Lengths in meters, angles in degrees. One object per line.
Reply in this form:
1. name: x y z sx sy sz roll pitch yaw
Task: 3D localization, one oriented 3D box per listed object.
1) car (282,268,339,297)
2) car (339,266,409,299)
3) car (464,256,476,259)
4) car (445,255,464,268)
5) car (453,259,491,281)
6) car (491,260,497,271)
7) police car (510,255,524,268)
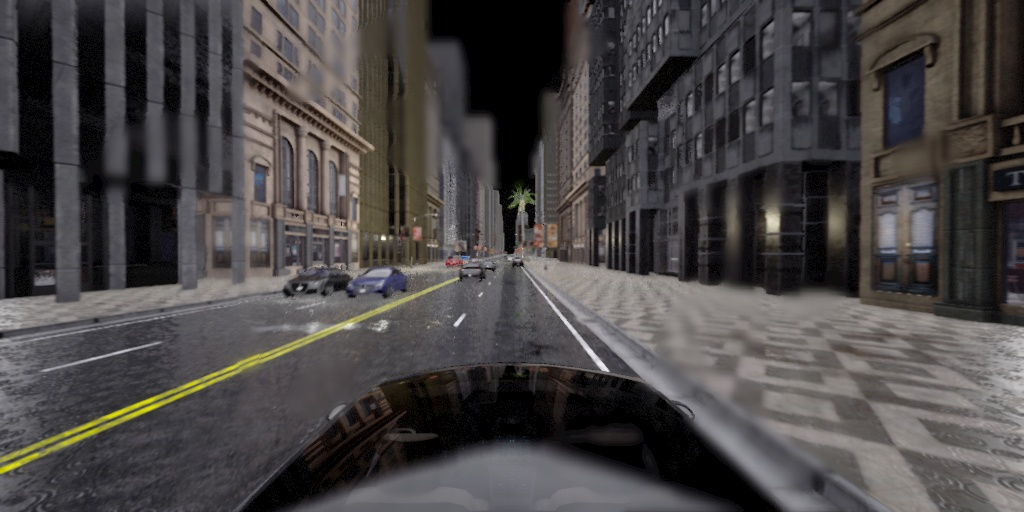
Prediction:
1. car: -9.837 1.308 18.590 1.994 1.385 4.181 0 0 0
2. car: -6.588 1.270 18.134 1.812 1.442 4.674 0 0 0
3. car: -6.497 1.158 60.758 1.882 1.535 5.008 0 0 1
4. car: -9.744 0.900 60.646 2.150 2.045 5.566 0 0 1
5. car: -3.133 1.226 29.275 2.128 1.511 4.902 0 0 0
6. car: -3.125 1.270 47.840 1.994 1.385 4.181 0 0 0
7. police car: 1.008 1.108 59.345 1.930 1.638 5.238 0 0 0
